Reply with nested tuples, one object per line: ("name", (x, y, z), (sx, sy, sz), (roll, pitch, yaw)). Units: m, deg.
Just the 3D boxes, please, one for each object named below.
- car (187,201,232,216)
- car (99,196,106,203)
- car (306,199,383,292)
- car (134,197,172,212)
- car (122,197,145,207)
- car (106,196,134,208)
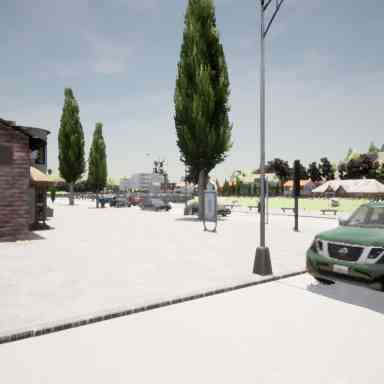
("car", (1.363, 1.547, 31.557), (2.033, 1.411, 5.357), (0, 0, -36))
("car", (-16.851, 1.478, 64.110), (1.882, 1.535, 5.008), (0, 0, -36))
("car", (5.278, 1.221, 8.401), (5.566, 2.045, 2.150), (0, 0, -36))
("car", (-4.511, 1.547, 39.739), (2.033, 1.411, 5.357), (0, 0, -36))
("car", (-9.447, 1.526, 53.804), (1.812, 1.442, 4.674), (0, 0, -36))
("car", (-10.371, 1.564, 47.948), (1.994, 1.385, 4.181), (0, 0, -35))
